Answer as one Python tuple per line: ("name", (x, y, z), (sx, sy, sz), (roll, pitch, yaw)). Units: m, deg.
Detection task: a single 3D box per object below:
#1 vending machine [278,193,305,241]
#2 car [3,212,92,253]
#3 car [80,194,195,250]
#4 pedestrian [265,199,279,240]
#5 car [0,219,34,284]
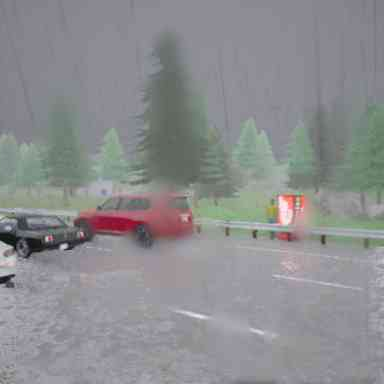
("vending machine", (4.570, 1.113, 15.271), (0.880, 2.100, 1.100), (1, 1, 34))
("car", (-6.069, 1.475, 12.074), (4.718, 1.301, 1.895), (1, 0, 32))
("car", (-2.523, 1.104, 13.968), (5.566, 2.045, 2.150), (1, 0, 33))
("pedestrian", (3.641, 1.207, 15.077), (0.375, 1.860, 0.375), (1, 1, 34))
("car", (-6.018, 1.431, 7.876), (4.674, 1.442, 1.812), (1, 0, 33))
